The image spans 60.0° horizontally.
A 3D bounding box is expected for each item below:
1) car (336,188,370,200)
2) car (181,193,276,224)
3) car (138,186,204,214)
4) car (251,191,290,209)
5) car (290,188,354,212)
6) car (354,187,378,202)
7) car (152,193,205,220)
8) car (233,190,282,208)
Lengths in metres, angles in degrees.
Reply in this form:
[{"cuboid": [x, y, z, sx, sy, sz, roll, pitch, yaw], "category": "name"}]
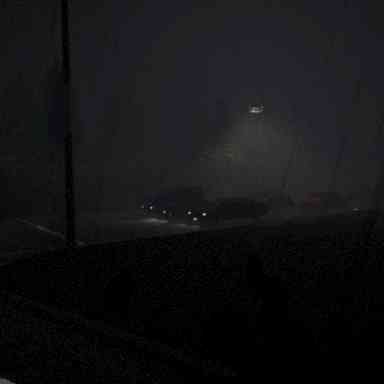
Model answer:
[{"cuboid": [20.368, 0.184, 41.973, 4.718, 1.301, 1.895, -2, 2, -36], "category": "car"}, {"cuboid": [2.281, 1.016, 19.889, 5.357, 1.411, 2.033, -2, 2, -37], "category": "car"}, {"cuboid": [-1.394, 0.620, 25.850, 5.566, 2.045, 2.150, -2, 2, -36], "category": "car"}, {"cuboid": [6.572, 0.768, 27.415, 4.181, 1.385, 1.994, -2, 2, -36], "category": "car"}, {"cuboid": [10.141, 0.652, 25.718, 5.008, 1.535, 1.882, -2, 2, -37], "category": "car"}, {"cuboid": [18.183, 0.247, 36.024, 5.008, 1.535, 1.882, -2, 2, -36], "category": "car"}, {"cuboid": [-0.185, 1.021, 22.415, 4.181, 1.385, 1.994, -2, 2, -37], "category": "car"}, {"cuboid": [6.248, 0.638, 31.540, 4.674, 1.442, 1.812, -2, 2, -37], "category": "car"}]
